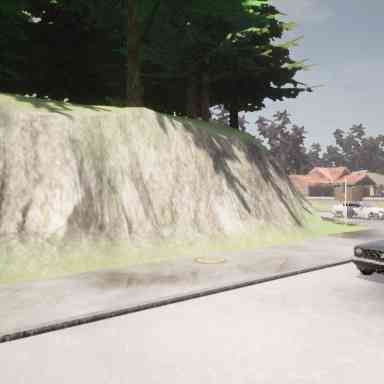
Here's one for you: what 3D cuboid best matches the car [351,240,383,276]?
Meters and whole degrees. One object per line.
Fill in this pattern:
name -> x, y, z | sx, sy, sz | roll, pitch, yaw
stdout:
car -> 6.447, 1.601, 9.155 | 4.718, 1.301, 1.895 | 0, 0, -35

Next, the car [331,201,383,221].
car -> 13.977, 1.526, 27.658 | 1.812, 1.442, 4.674 | 0, 0, -36
